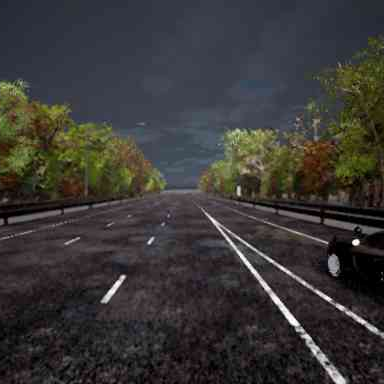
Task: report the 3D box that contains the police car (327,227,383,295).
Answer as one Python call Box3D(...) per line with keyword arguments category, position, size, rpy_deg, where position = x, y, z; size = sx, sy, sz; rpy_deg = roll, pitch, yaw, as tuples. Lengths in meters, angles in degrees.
Box3D(category="police car", position=(4.598, 1.389, 6.892), size=(1.930, 1.638, 5.238), rpy_deg=(0, 0, -5))
